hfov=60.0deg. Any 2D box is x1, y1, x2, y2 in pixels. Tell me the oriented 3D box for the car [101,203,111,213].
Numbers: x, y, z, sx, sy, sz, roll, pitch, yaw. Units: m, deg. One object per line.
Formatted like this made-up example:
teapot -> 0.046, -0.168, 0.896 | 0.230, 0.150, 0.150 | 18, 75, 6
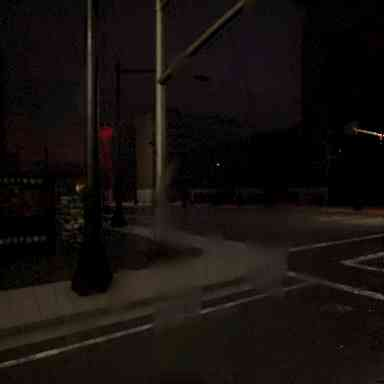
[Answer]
car -> -11.571, 1.970, 40.644 | 1.895, 1.301, 4.718 | 0, 0, -36
